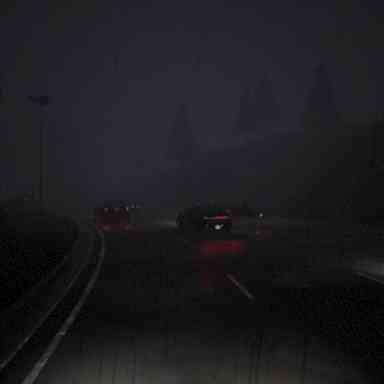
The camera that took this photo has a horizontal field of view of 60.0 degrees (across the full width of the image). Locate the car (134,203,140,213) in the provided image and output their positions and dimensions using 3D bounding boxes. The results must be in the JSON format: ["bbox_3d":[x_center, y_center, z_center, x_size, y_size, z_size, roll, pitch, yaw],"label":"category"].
[{"bbox_3d":[-7.192,1.455,34.412,2.033,1.411,5.357,0,0,-34],"label":"car"}]

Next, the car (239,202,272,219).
[{"bbox_3d":[4.420,1.481,27.525,1.895,1.301,4.718,0,0,-23],"label":"car"}]

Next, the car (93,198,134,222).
[{"bbox_3d":[-6.380,1.311,26.092,2.097,1.767,4.553,0,0,-25],"label":"car"}]

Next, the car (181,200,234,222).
[{"bbox_3d":[1.093,1.446,26.536,2.033,1.411,5.357,0,0,-24],"label":"car"}]

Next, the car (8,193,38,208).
[{"bbox_3d":[-24.214,1.224,47.630,5.566,2.045,2.150,-2,-1,40],"label":"car"}]

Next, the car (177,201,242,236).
[{"bbox_3d":[0.530,1.424,17.890,2.128,1.511,4.902,0,0,-16],"label":"car"}]
